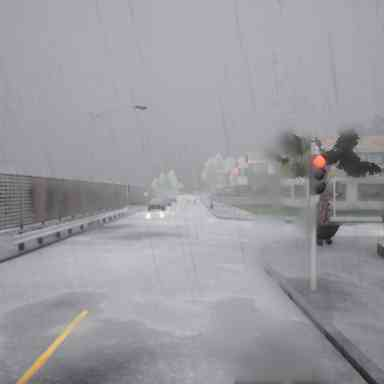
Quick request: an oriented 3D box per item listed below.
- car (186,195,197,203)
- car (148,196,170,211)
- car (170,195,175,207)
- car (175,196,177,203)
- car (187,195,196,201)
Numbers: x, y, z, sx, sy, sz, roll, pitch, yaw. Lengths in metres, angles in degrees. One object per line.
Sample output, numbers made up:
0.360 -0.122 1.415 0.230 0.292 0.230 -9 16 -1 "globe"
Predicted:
-0.075 1.500 68.277 1.812 1.442 4.674 0 0 0 "car"
-4.135 1.462 40.158 1.882 1.535 5.008 0 0 0 "car"
-4.141 1.545 50.222 1.994 1.385 4.181 0 0 0 "car"
-4.083 1.452 68.088 1.882 1.535 5.008 0 0 0 "car"
-0.086 1.403 78.281 1.994 1.385 4.181 0 0 0 "car"
